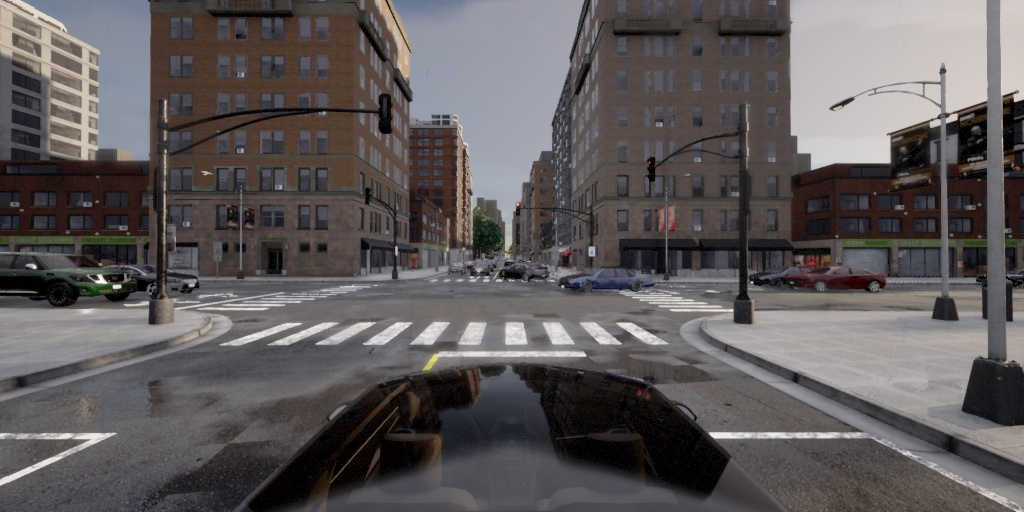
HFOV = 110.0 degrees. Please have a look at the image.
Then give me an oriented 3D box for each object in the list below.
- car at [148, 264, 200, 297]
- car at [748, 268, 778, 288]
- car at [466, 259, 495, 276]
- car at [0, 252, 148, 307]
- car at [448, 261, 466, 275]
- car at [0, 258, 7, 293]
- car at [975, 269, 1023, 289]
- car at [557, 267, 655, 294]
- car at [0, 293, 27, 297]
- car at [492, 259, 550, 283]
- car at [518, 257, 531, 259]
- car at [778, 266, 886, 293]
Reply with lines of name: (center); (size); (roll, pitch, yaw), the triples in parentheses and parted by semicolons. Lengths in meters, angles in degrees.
car: (-18.119, 1.156, 17.513); (4.902, 1.511, 2.128); (0, 0, -1)
car: (19.041, 1.428, 24.497); (5.357, 1.411, 2.033); (0, 0, 0)
car: (-3.255, 1.268, 37.638); (2.128, 1.511, 4.902); (0, 0, 0)
car: (-18.469, 0.859, 14.268); (5.566, 2.045, 2.150); (0, 0, 0)
car: (-6.050, 1.330, 39.895); (2.007, 1.370, 4.403); (0, 0, -1)
car: (-28.377, 0.978, 17.445); (4.553, 1.767, 2.097); (0, 0, -1)
car: (35.088, 1.554, 24.605); (4.718, 1.301, 1.895); (0, 0, 0)
car: (5.327, 1.310, 20.228); (5.357, 1.411, 2.033); (1, 0, -15)
car: (-5.856, 1.190, 1.534); (1.967, 1.591, 4.097); (0, 0, 0)
car: (0.909, 1.255, 28.457); (2.128, 1.511, 4.902); (-1, 0, -37)
car: (2.292, 1.128, 56.505); (2.192, 1.841, 5.009); (0, 0, -1)
car: (19.083, 1.332, 21.246); (5.008, 1.535, 1.882); (0, 0, -1)
